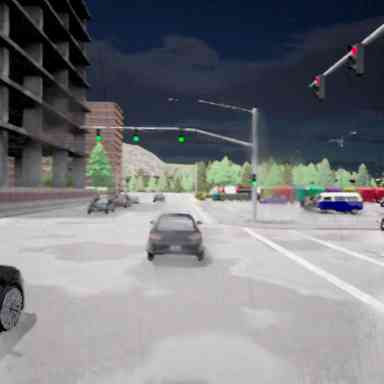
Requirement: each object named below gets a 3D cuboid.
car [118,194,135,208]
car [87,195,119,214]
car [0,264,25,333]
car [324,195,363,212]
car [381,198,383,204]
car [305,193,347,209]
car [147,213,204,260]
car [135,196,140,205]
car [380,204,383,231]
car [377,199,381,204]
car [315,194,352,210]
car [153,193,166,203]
[{"bbox_3d":[-8.984,1.096,42.057,2.097,1.767,4.553,1,0,-2],"label":"car"},{"bbox_3d":[-8.625,1.312,31.984,1.812,1.442,4.674,1,0,-1],"label":"car"},{"bbox_3d":[-3.695,1.460,3.785,2.128,1.511,4.902,1,0,-3],"label":"car"},{"bbox_3d":[19.860,1.470,43.332,3.806,1.475,1.970,1,0,-2],"label":"car"},{"bbox_3d":[34.539,1.325,54.899,4.605,1.855,1.932,1,0,-2],"label":"car"},{"bbox_3d":[19.648,1.204,48.906,4.605,1.855,1.932,1,0,-2],"label":"car"},{"bbox_3d":[-0.588,1.495,12.187,1.812,1.442,4.674,1,0,-3],"label":"car"},{"bbox_3d":[-9.307,1.302,52.156,1.895,1.301,4.718,1,0,-2],"label":"car"},{"bbox_3d":[12.672,1.582,17.650,5.008,1.535,1.882,1,0,-2],"label":"car"},{"bbox_3d":[34.515,1.524,57.797,3.905,1.438,1.784,1,0,-2],"label":"car"},{"bbox_3d":[19.775,1.426,46.226,3.905,1.438,1.784,1,0,-2],"label":"car"},{"bbox_3d":[-6.035,1.046,62.172,2.097,1.767,4.553,1,0,-2],"label":"car"}]
